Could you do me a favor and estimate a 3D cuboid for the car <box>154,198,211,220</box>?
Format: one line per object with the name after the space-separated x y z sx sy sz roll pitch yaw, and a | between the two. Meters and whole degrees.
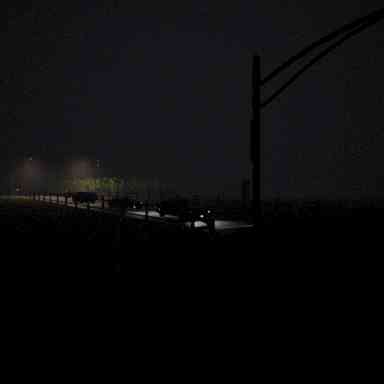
-0.847 1.180 24.367 2.033 1.411 5.357 0 1 -35 | car

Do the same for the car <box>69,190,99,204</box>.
-14.153 0.691 43.543 1.882 1.535 5.008 0 2 -35 | car

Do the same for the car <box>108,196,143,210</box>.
-6.583 1.051 32.620 1.895 1.301 4.718 0 1 -35 | car

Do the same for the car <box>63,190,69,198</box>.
-22.517 0.355 62.022 1.882 1.535 5.008 0 1 -35 | car

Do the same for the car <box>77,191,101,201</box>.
-16.654 0.603 53.590 2.033 1.411 5.357 0 1 -35 | car
